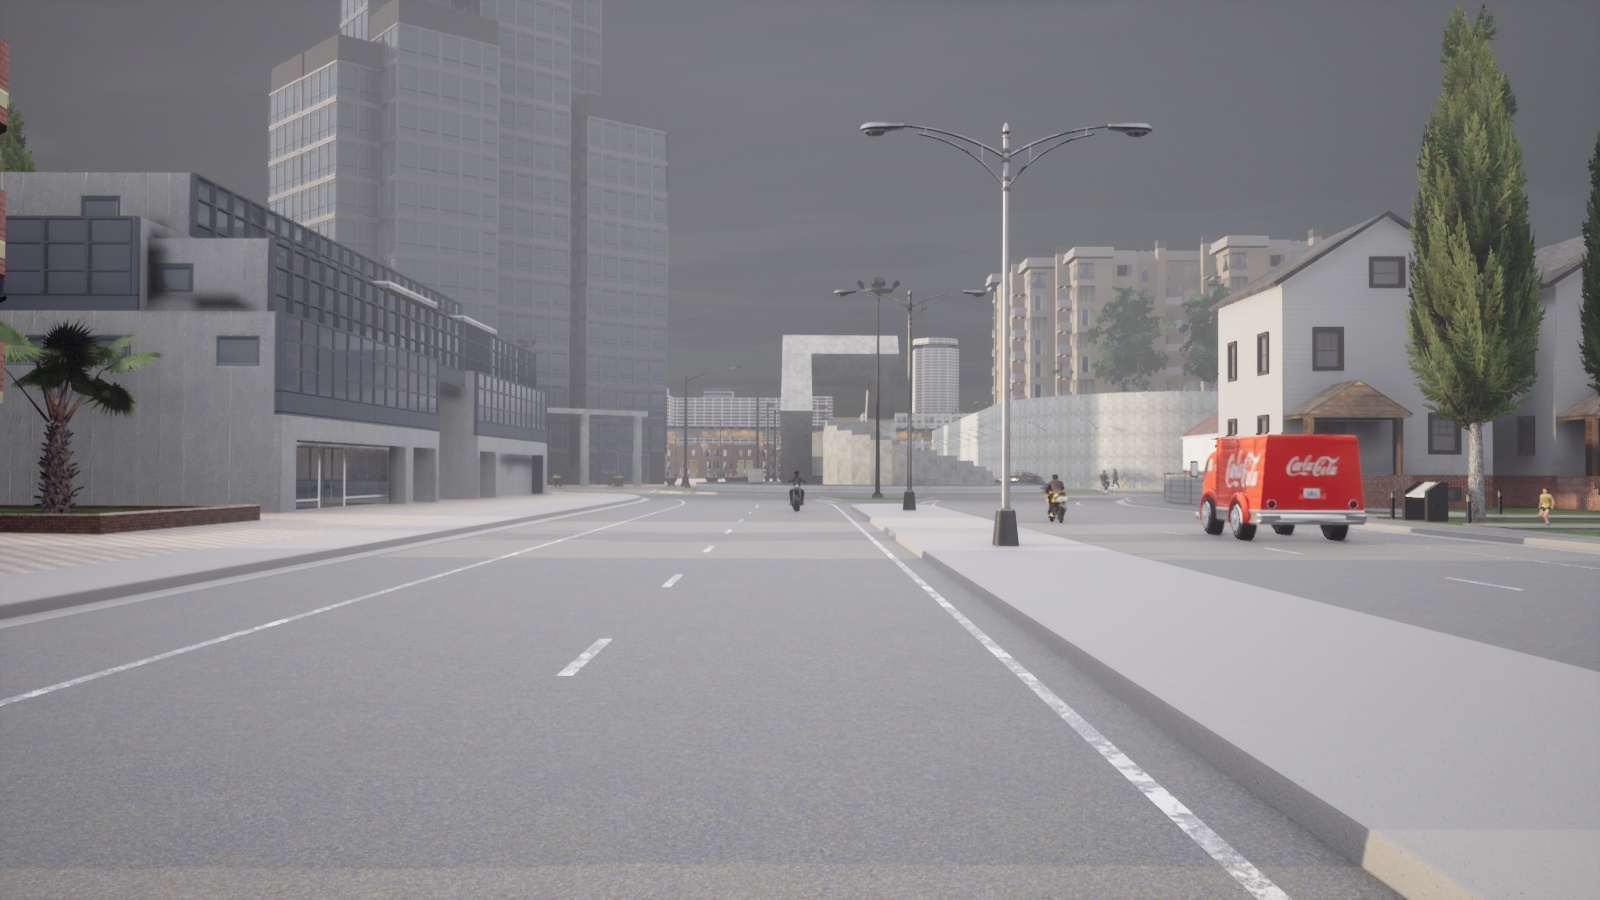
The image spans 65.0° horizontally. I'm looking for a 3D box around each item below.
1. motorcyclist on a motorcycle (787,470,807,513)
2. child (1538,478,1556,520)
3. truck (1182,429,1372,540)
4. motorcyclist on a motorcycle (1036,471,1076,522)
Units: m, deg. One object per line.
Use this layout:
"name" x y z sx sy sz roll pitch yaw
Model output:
"motorcyclist on a motorcycle" -0.112 1.608 49.398 0.766 1.649 2.350 0 -1 0
"child" 19.863 1.290 33.393 0.394 1.110 0.255 0 -1 -30
"truck" 11.429 0.805 30.620 2.627 2.467 5.204 0 -1 0
"motorcyclist on a motorcycle" 7.912 1.428 38.848 0.797 1.523 2.044 0 -1 0
